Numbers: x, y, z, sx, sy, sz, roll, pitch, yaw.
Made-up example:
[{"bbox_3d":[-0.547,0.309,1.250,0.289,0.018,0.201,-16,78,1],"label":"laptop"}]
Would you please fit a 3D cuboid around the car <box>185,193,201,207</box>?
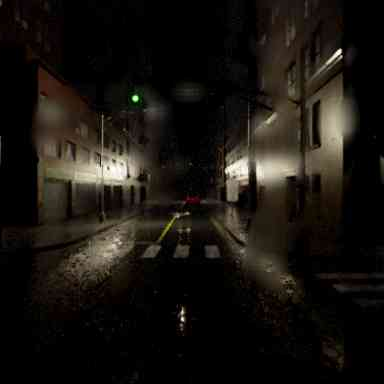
[{"bbox_3d":[0.106,1.122,50.542,2.150,2.045,5.566,0,0,0],"label":"car"}]
